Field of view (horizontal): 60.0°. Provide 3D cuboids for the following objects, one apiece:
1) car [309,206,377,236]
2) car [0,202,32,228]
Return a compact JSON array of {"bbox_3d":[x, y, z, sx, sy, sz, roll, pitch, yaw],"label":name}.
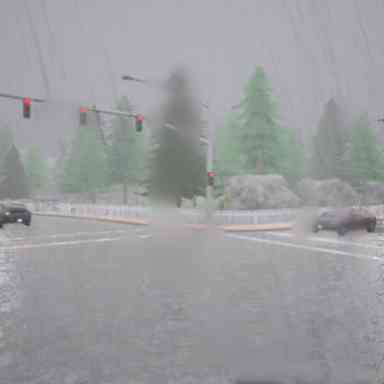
[{"bbox_3d":[8.606,1.555,18.752,4.674,1.442,1.812,0,0,-35],"label":"car"},{"bbox_3d":[-12.109,1.442,21.627,4.892,1.490,1.837,0,-1,43],"label":"car"}]
